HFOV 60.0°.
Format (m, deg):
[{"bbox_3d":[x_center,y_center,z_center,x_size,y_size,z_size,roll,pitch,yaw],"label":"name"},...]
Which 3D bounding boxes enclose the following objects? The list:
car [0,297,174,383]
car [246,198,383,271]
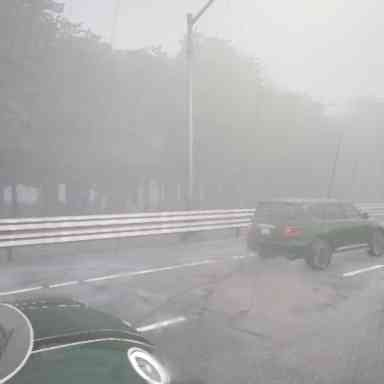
[{"bbox_3d":[-2.309,1.352,2.100,4.553,1.767,2.097,0,0,-36],"label":"car"},{"bbox_3d":[4.297,1.217,11.112,5.566,2.045,2.150,0,0,-36],"label":"car"}]
